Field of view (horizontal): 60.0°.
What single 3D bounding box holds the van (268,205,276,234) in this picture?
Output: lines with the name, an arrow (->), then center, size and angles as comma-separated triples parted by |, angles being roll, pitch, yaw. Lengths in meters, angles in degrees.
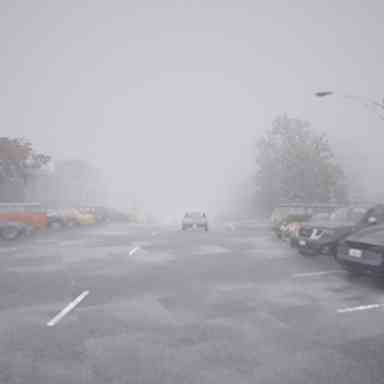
van -> 6.332, 1.620, 18.363 | 4.442, 1.987, 1.878 | 1, -2, -20

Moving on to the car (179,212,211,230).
car -> 0.323, 2.230, 25.897 | 1.895, 1.301, 4.718 | 0, -3, 3

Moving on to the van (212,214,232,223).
van -> 7.365, 6.582, 81.786 | 4.442, 1.987, 1.878 | 3, -6, -19

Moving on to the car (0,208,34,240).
car -> -11.347, 1.841, 17.801 | 4.792, 1.488, 2.163 | 0, -2, -20

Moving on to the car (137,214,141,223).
car -> -11.052, 4.163, 52.847 | 4.792, 1.488, 2.163 | 1, -5, -19

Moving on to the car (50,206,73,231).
car -> -11.348, 2.011, 23.649 | 5.008, 1.535, 2.097 | 0, -2, -20

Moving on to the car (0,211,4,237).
car -> -11.391, 1.780, 14.868 | 4.674, 1.452, 2.002 | 0, -2, -20

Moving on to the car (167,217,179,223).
car -> -4.188, 6.665, 79.169 | 1.895, 1.301, 4.718 | 0, -5, 1

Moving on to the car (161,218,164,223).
car -> -10.505, 7.099, 84.984 | 5.008, 1.535, 2.097 | 1, -5, -19

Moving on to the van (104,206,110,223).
van -> -11.356, 2.423, 35.306 | 4.442, 1.987, 1.878 | 0, -3, -19

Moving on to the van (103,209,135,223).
van -> -10.962, 3.647, 50.003 | 4.442, 1.987, 1.878 | 1, -6, -19

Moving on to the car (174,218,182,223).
car -> -3.933, 8.111, 94.967 | 1.994, 1.385, 4.181 | 0, -5, 1

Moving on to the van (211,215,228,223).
van -> 7.503, 7.415, 90.582 | 4.442, 1.987, 1.878 | 3, -6, -19

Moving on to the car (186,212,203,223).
car -> 0.353, 3.380, 43.727 | 2.033, 1.411, 5.357 | 0, -5, 1

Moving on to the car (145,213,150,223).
car -> -11.062, 4.926, 61.559 | 5.366, 1.575, 1.946 | 1, -5, -19

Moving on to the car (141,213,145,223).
car -> -11.157, 4.394, 55.723 | 5.366, 1.575, 1.946 | 1, -5, -19

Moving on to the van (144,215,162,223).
van -> -10.359, 7.154, 87.969 | 4.442, 1.987, 1.878 | 1, -6, -19

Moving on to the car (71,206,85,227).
car -> -11.326, 2.141, 26.573 | 4.892, 1.521, 2.231 | 0, -3, -20

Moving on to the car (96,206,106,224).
car -> -11.279, 2.461, 32.413 | 4.892, 1.521, 2.231 | 0, -4, -20

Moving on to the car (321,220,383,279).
car -> 6.436, 1.677, 9.433 | 4.792, 1.488, 2.163 | 1, -1, -20

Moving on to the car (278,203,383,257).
car -> 6.400, 1.455, 12.401 | 5.566, 2.045, 2.435 | 1, -1, -20

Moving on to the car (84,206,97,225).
car -> -11.470, 2.285, 29.426 | 5.366, 1.575, 1.946 | 0, -3, -20

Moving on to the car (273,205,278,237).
car -> 6.461, 1.647, 15.418 | 4.553, 1.767, 2.185 | 1, -1, -20

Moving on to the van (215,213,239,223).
van -> 7.128, 5.220, 67.131 | 4.442, 1.987, 1.878 | 3, -6, -19

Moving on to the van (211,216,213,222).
van -> 7.053, 6.022, 75.840 | 4.442, 1.987, 1.878 | 3, -5, -19

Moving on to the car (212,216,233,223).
car -> 7.201, 6.565, 78.793 | 4.674, 1.452, 2.002 | 3, -6, -19

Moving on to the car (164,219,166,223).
car -> -10.402, 7.809, 93.750 | 4.553, 1.767, 2.185 | 1, -6, -19

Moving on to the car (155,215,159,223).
car -> -10.728, 5.755, 73.315 | 5.566, 2.045, 2.435 | 1, -5, -19

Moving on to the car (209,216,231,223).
car -> 7.125, 7.066, 84.593 | 5.366, 1.575, 1.946 | 3, -5, -19

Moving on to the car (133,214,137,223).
car -> -10.934, 3.603, 47.079 | 5.366, 1.575, 1.946 | 1, -6, -19

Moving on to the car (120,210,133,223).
car -> -11.124, 3.089, 44.125 | 5.566, 2.045, 2.435 | 1, -5, -19

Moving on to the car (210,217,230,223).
car -> 7.339, 7.355, 87.586 | 4.892, 1.521, 2.231 | 3, -6, -19

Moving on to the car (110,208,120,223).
car -> -11.205, 2.859, 38.245 | 4.892, 1.521, 2.231 | 1, -4, -19

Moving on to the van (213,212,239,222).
van -> 6.863, 4.941, 64.115 | 4.442, 1.987, 1.878 | 3, -5, -19

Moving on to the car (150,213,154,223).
car -> -10.785, 5.468, 67.462 | 4.892, 1.521, 2.231 | 1, -5, -19

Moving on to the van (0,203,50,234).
van -> -11.472, 1.676, 20.688 | 4.442, 1.987, 1.878 | 0, -2, -20
